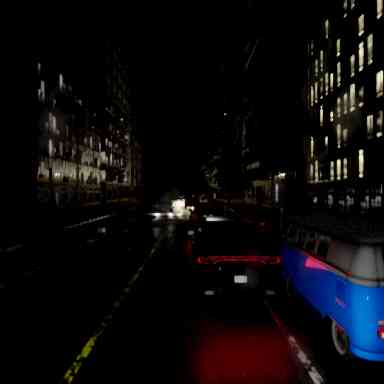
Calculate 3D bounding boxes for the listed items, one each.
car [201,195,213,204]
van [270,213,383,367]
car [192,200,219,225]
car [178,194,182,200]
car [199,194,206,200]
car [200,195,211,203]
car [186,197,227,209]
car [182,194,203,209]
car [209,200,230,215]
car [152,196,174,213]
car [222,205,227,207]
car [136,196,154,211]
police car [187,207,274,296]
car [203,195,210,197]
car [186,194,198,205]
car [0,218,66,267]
[{"bbox_3d":[2.763,1.365,62.563,1.967,1.590,4.097,0,0,0],"label":"car"},{"bbox_3d":[2.698,1.337,5.639,1.690,1.788,3.998,0,0,0],"label":"van"},{"bbox_3d":[0.929,1.437,24.850,1.801,1.575,5.366,0,0,0],"label":"car"},{"bbox_3d":[-2.896,1.328,91.471,1.882,1.535,5.008,0,0,0],"label":"car"},{"bbox_3d":[2.796,1.397,91.026,1.887,1.381,4.507,0,0,0],"label":"car"},{"bbox_3d":[2.769,1.352,68.255,1.967,1.590,4.097,0,0,0],"label":"car"},{"bbox_3d":[0.873,1.338,18.622,2.097,1.767,4.553,0,0,0],"label":"car"},{"bbox_3d":[0.060,1.312,45.440,2.097,1.767,4.553,0,0,0],"label":"car"},{"bbox_3d":[2.730,1.556,34.101,1.802,1.307,4.206,0,0,0],"label":"car"},{"bbox_3d":[-3.057,1.497,37.127,1.812,1.442,4.674,0,0,0],"label":"car"},{"bbox_3d":[2.711,1.569,17.023,1.802,1.307,4.206,0,0,0],"label":"car"},{"bbox_3d":[-5.644,1.519,39.806,2.008,1.369,4.403,0,0,0],"label":"car"},{"bbox_3d":[0.911,1.419,8.770,1.930,1.638,5.238,0,0,0],"label":"police car"},{"bbox_3d":[2.744,1.511,45.486,2.008,1.369,4.403,0,0,0],"label":"car"},{"bbox_3d":[0.068,1.284,59.392,2.097,1.767,4.553,0,0,0],"label":"car"},{"bbox_3d":[-5.677,1.573,11.343,1.802,1.307,4.206,0,0,0],"label":"car"}]
